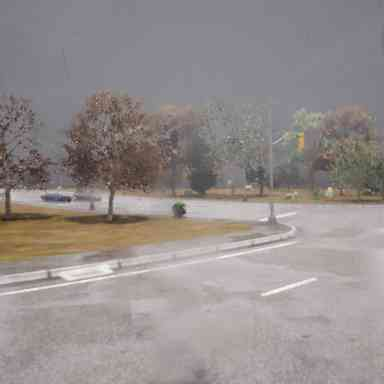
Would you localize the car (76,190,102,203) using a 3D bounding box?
[{"bbox_3d":[-13.940,0.563,44.066,4.892,1.490,1.837,3,4,39],"label":"car"}]

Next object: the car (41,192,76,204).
[{"bbox_3d":[-17.198,0.711,42.200,4.718,1.301,1.895,3,4,39],"label":"car"}]
